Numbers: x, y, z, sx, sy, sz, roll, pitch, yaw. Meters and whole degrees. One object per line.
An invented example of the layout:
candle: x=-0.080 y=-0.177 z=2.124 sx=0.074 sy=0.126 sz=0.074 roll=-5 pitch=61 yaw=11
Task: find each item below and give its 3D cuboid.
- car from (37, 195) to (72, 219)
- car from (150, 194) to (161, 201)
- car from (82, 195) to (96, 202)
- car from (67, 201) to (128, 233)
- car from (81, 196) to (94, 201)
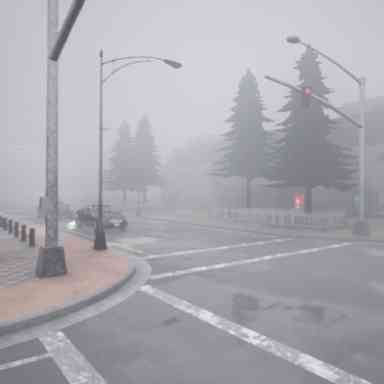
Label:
car: x=-11.590 y=1.419 z=28.239 sx=2.097 sy=1.767 sz=4.553 roll=0 pitch=0 yaw=-38
car: x=-7.808 y=1.377 z=83.160 sx=1.932 sy=1.855 sz=4.605 roll=0 pitch=0 yaw=-37
car: x=-24.847 y=1.580 z=79.952 sx=1.970 sy=1.475 sz=3.806 roll=0 pitch=0 yaw=-37
car: x=-5.629 y=1.555 z=20.328 sx=2.128 sy=1.511 sz=4.902 roll=0 pitch=0 yaw=-37
car: x=-22.828 y=1.550 z=72.214 sx=1.845 sy=1.501 sz=3.633 roll=0 pitch=0 yaw=-37
